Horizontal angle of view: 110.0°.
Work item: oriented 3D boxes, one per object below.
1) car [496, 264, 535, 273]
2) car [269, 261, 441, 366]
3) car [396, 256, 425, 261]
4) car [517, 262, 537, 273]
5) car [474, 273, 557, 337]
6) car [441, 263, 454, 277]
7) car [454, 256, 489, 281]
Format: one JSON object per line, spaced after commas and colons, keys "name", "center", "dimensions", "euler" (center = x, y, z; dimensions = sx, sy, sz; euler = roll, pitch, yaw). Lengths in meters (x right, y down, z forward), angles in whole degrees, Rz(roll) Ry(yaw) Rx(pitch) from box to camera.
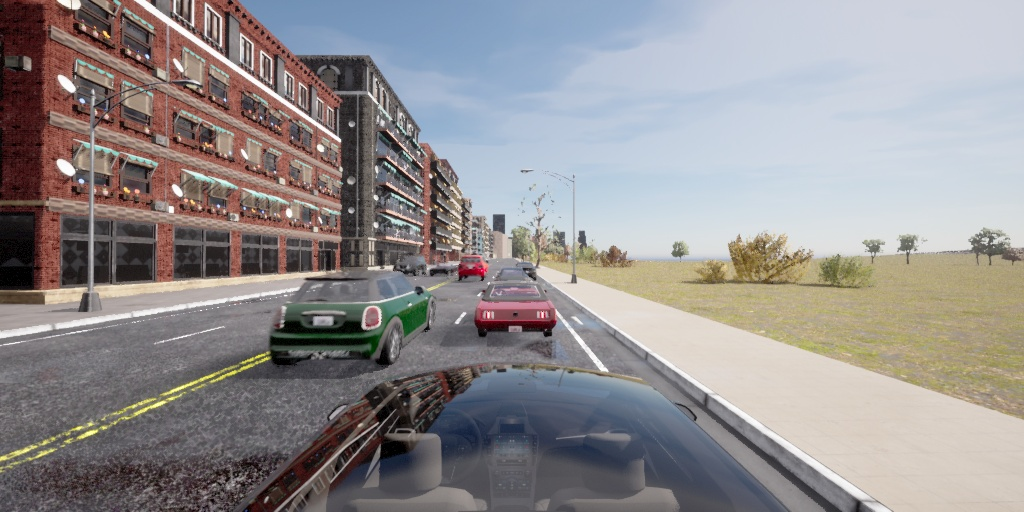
{"name": "car", "center": [0.033, 1.317, 20.288], "dimensions": [1.994, 1.385, 4.181], "euler": [0, 0, 0]}
{"name": "car", "center": [-3.172, 1.105, 8.135], "dimensions": [2.097, 1.767, 4.553], "euler": [0, 0, 0]}
{"name": "car", "center": [-9.956, 0.975, 35.386], "dimensions": [2.150, 2.045, 5.566], "euler": [0, 0, 0]}
{"name": "car", "center": [1.048, 1.259, 30.282], "dimensions": [1.837, 1.490, 4.892], "euler": [0, 0, 0]}
{"name": "car", "center": [0.074, 1.352, 10.258], "dimensions": [1.895, 1.301, 4.718], "euler": [0, 0, 0]}
{"name": "car", "center": [-6.705, 1.354, 34.930], "dimensions": [1.895, 1.301, 4.718], "euler": [0, 0, 0]}
{"name": "car", "center": [-3.242, 0.977, 30.684], "dimensions": [2.150, 2.045, 5.566], "euler": [0, 0, 0]}
